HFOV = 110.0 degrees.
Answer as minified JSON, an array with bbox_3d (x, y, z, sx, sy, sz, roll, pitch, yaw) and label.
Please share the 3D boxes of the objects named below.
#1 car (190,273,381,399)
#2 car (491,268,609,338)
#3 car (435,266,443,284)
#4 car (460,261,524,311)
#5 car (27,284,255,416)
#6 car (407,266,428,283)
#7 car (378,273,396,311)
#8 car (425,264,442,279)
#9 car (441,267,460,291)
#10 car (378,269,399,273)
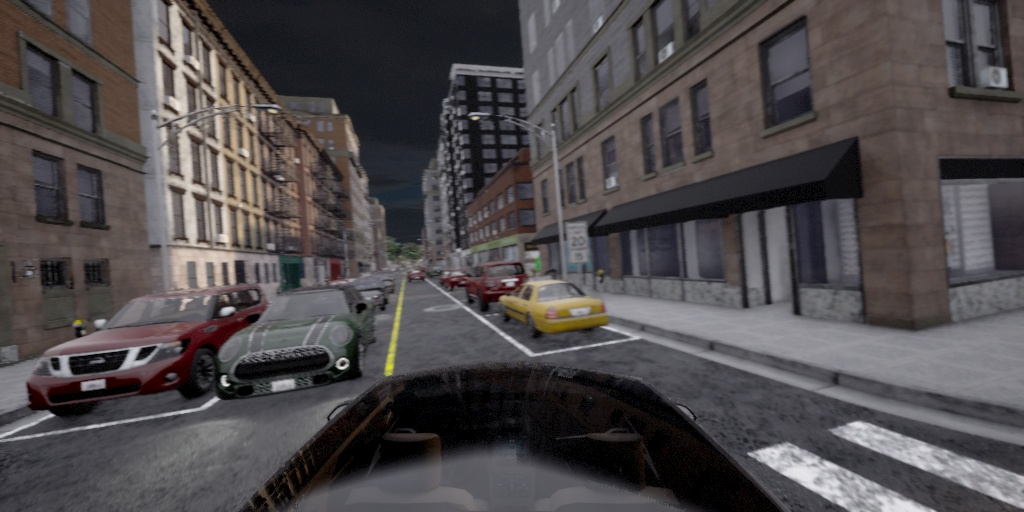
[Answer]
[{"bbox_3d":[-4.182,1.451,7.660,2.097,1.767,4.553,-4,0,-16],"label":"car"},{"bbox_3d":[0.892,1.230,10.038,1.751,1.417,4.829,0,0,-16],"label":"car"},{"bbox_3d":[-5.447,1.863,31.666,1.802,1.307,4.207,0,0,-16],"label":"car"},{"bbox_3d":[-0.656,1.164,15.323,2.192,1.841,5.009,0,0,-16],"label":"car"},{"bbox_3d":[-6.738,1.618,7.617,2.192,1.841,5.009,0,0,-16],"label":"car"},{"bbox_3d":[-11.407,2.311,42.786,1.812,1.442,4.674,-4,0,-16],"label":"car"},{"bbox_3d":[-7.079,1.853,17.589,2.128,1.511,4.902,-4,0,-16],"label":"car"},{"bbox_3d":[-10.263,2.067,49.106,2.097,1.767,4.553,-4,0,-16],"label":"car"},{"bbox_3d":[-3.850,1.683,26.219,1.888,1.381,4.507,0,0,-16],"label":"car"},{"bbox_3d":[-9.995,2.117,27.580,2.128,1.511,4.902,-4,0,-16],"label":"car"}]
